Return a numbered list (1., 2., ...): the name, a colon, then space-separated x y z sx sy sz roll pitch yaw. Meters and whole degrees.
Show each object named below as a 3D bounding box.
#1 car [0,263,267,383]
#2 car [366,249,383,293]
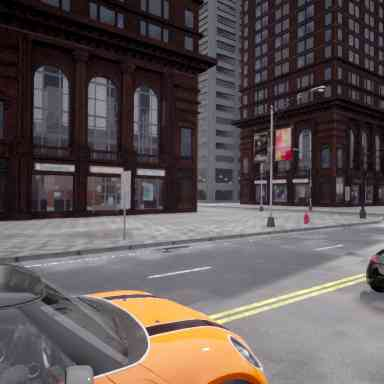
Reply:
1. car: -1.536 1.352 2.343 4.553 1.767 2.097 0 0 -36
2. car: 5.890 1.576 7.665 4.181 1.385 1.994 0 0 -35
